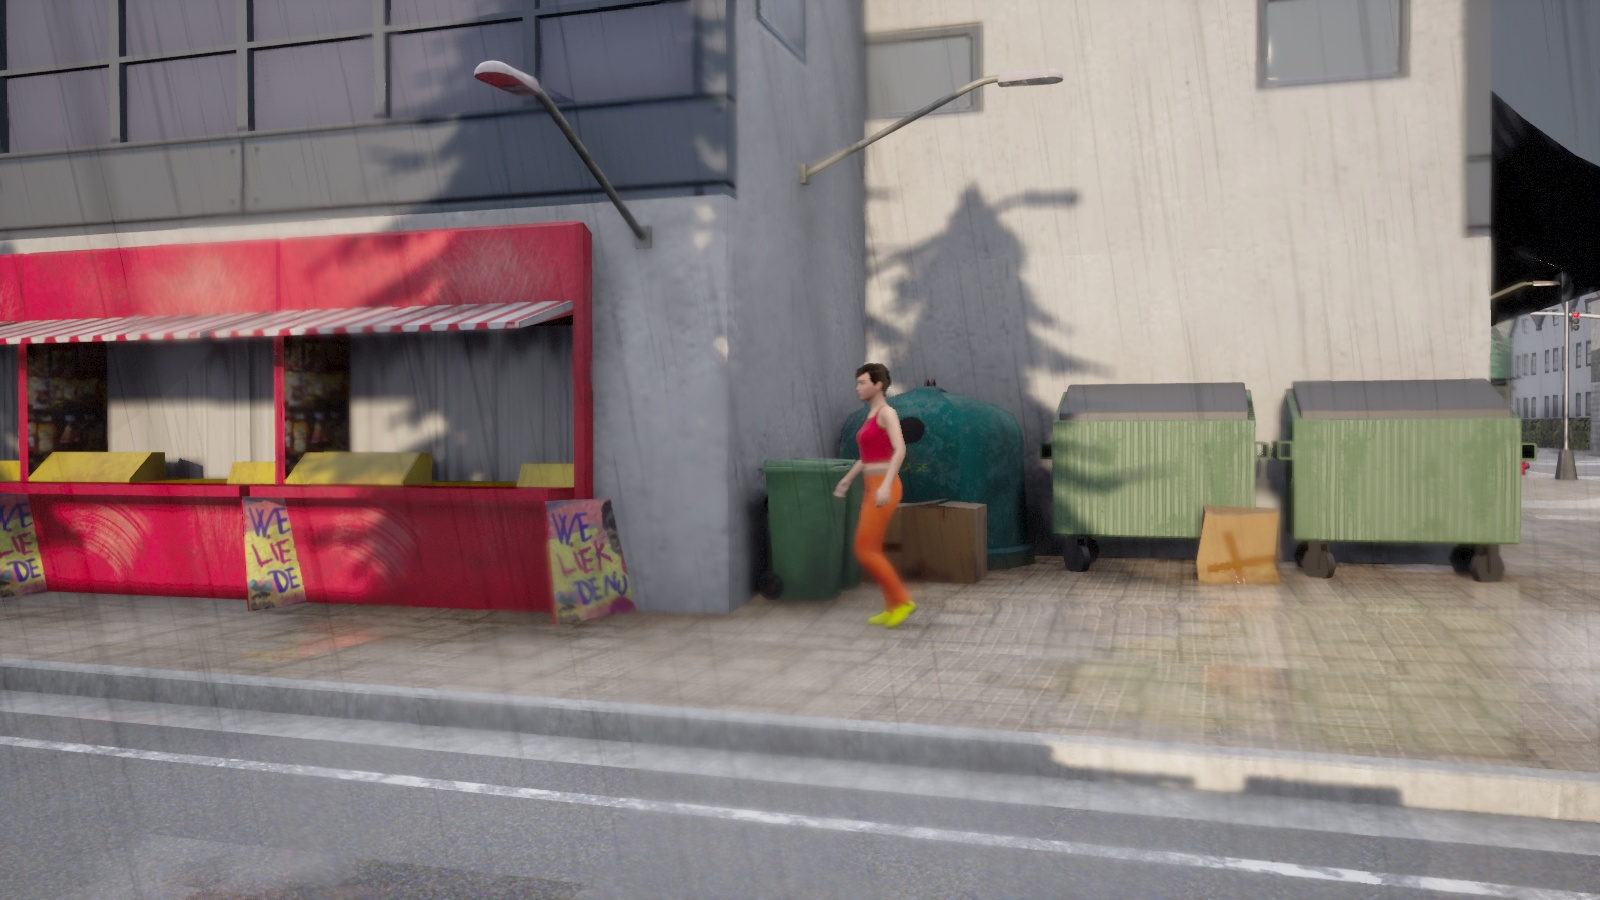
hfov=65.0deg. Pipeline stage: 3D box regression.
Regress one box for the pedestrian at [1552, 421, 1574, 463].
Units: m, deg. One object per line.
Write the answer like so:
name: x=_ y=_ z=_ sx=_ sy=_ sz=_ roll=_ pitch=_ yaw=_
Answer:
pedestrian: x=35.670 y=-0.359 z=58.710 sx=0.788 sy=1.949 sz=0.423 roll=0 pitch=1 yaw=-11

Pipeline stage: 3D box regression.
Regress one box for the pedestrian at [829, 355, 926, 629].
pedestrian: x=0.529 y=0.281 z=8.615 sx=0.594 sy=1.836 sz=0.345 roll=0 pitch=1 yaw=-9
